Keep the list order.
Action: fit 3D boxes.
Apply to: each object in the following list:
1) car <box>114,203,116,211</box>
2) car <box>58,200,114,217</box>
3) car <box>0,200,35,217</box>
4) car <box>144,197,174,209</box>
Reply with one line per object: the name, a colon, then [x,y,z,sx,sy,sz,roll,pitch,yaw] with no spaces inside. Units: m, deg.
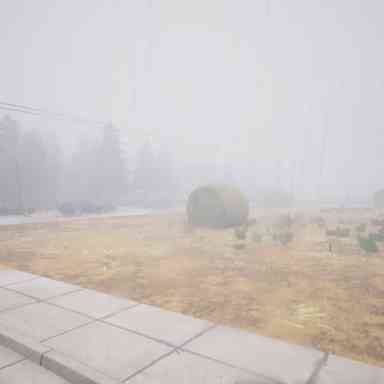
car: [-10.674,1.586,37.750,1.994,1.385,4.181,0,0,36]
car: [-10.344,1.514,31.963,2.128,1.511,4.902,0,0,36]
car: [-16.622,1.514,29.726,2.128,1.511,4.902,0,0,37]
car: [-4.516,1.527,46.030,1.837,1.490,4.892,0,0,36]
